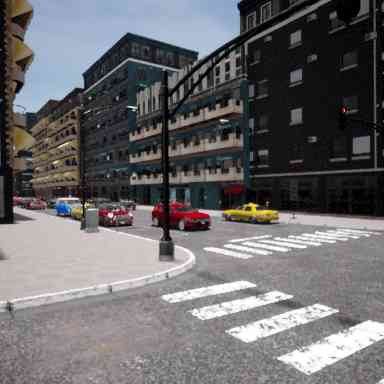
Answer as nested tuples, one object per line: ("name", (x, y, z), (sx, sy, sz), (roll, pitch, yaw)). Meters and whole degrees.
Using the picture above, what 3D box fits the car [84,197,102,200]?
("car", (-8.464, 1.446, 32.142), (2.097, 1.767, 4.553), (-1, 1, -35))

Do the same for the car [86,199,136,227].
("car", (-5.807, 1.552, 23.948), (1.967, 1.590, 4.097), (-1, 1, -35))

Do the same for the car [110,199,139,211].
("car", (-8.617, 1.581, 42.331), (2.008, 1.369, 4.403), (-1, 1, -35))

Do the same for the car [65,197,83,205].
("car", (-21.465, 1.644, 60.359), (2.008, 1.369, 4.403), (-1, 1, -35))

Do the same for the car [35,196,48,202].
("car", (-37.525, 1.727, 82.893), (1.887, 1.381, 4.507), (-1, 1, -35))

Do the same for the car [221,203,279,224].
("car", (4.132, 1.497, 24.443), (1.752, 1.417, 4.829), (-1, 1, -35))

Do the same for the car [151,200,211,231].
("car", (-0.804, 1.538, 21.403), (1.882, 1.535, 5.008), (-1, 1, -36))

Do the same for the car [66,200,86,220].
("car", (-8.918, 1.652, 28.316), (1.752, 1.417, 4.829), (-1, 1, -35))

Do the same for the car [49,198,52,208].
("car", (-19.430, 1.639, 47.668), (2.128, 1.511, 4.902), (-1, 0, -35))

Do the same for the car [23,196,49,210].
("car", (-21.867, 1.627, 46.481), (1.967, 1.590, 4.097), (-1, 1, -35))

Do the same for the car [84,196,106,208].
("car", (-15.043, 1.501, 51.344), (1.967, 1.590, 4.097), (-1, 1, -35))

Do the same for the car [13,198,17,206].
("car", (-31.501, 1.782, 60.002), (1.887, 1.381, 4.507), (-1, 1, -35))

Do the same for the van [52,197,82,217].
("van", (-12.232, 1.482, 32.960), (1.690, 1.788, 3.998), (-1, 1, -35))

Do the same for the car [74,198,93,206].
("car", (-18.253, 1.643, 55.852), (1.947, 1.339, 4.313), (-1, 1, -35))

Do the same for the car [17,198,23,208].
("car", (-25.077, 1.769, 50.989), (1.947, 1.339, 4.313), (-1, 1, -35))
